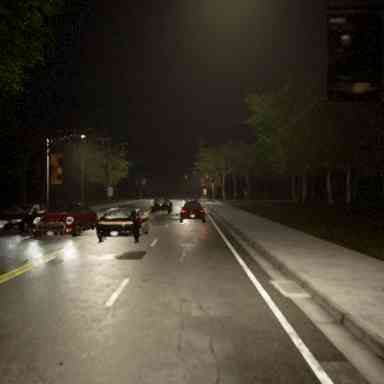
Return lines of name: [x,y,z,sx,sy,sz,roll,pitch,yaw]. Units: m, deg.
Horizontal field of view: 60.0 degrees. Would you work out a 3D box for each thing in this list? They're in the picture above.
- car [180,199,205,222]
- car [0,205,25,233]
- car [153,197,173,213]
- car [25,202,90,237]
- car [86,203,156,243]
car: [0.040,1.517,25.754,1.812,1.442,4.674,0,0,0]
car: [-9.903,1.497,19.700,2.128,1.511,4.902,0,0,0]
car: [-3.220,1.344,36.369,2.097,1.767,4.553,0,0,0]
car: [-6.652,1.354,17.828,2.097,1.767,4.553,0,0,0]
car: [-3.199,1.490,16.107,2.128,1.511,4.902,0,0,0]
